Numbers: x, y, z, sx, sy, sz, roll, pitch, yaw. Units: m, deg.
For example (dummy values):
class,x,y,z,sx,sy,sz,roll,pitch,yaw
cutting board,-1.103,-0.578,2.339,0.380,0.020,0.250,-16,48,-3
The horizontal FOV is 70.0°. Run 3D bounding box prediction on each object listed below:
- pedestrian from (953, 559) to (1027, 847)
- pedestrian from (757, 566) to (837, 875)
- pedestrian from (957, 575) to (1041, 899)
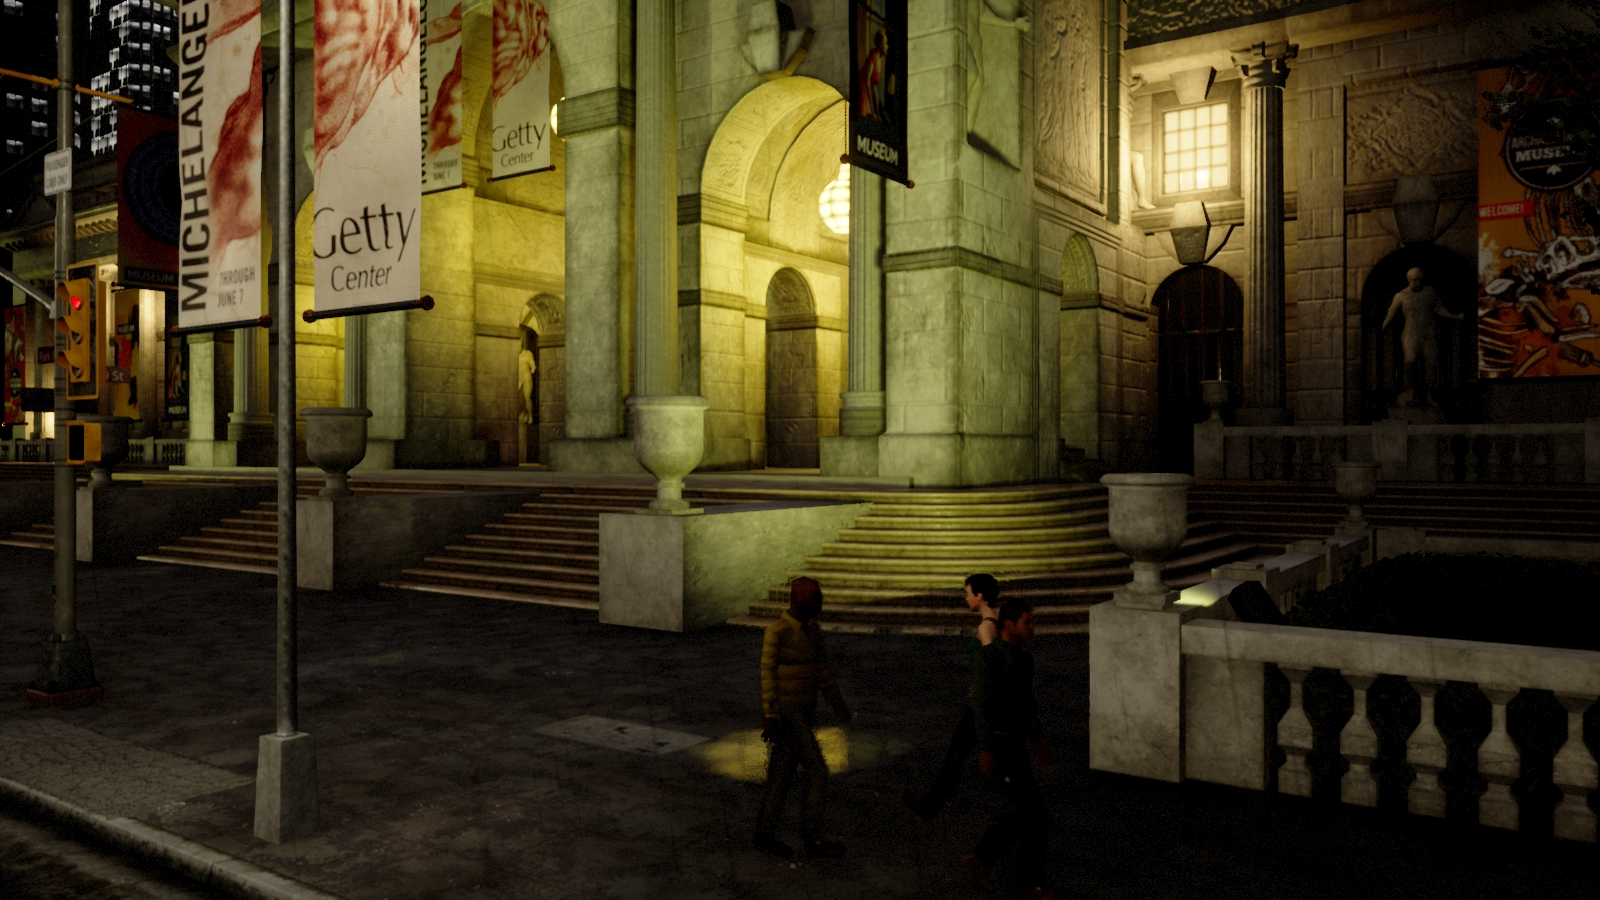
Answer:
class,x,y,z,sx,sy,sz,roll,pitch,yaw
pedestrian,1.300,1.697,7.813,0.375,1.860,0.375,0,0,33
pedestrian,-0.019,1.695,7.308,0.375,1.860,0.375,0,0,29
pedestrian,1.176,1.697,6.740,0.375,1.860,0.375,0,0,33
